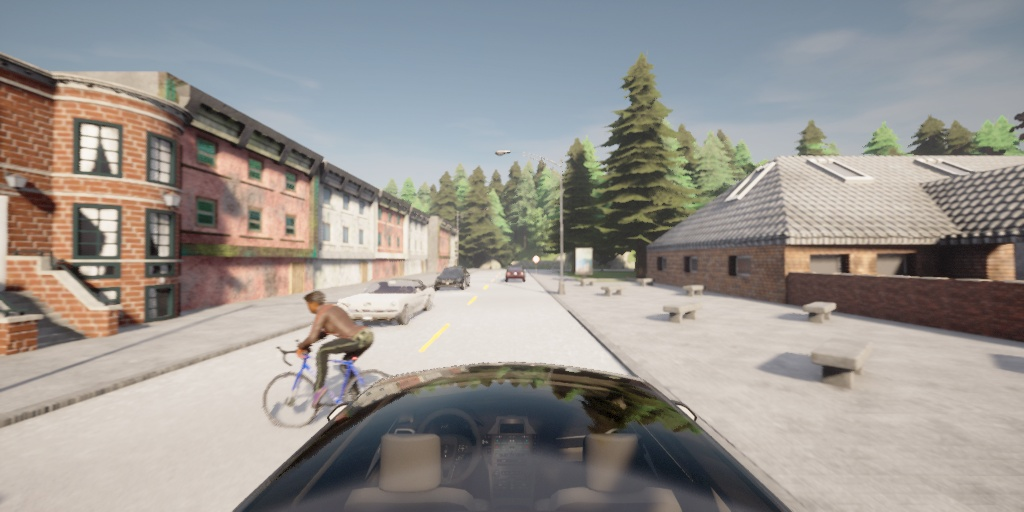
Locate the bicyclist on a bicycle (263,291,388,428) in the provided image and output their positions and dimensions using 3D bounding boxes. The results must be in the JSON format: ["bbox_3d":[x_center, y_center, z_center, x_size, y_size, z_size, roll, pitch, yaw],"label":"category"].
[{"bbox_3d":[-2.131,1.228,4.209,1.656,1.620,0.582,-2,-1,1],"label":"bicyclist on a bicycle"}]

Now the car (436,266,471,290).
[{"bbox_3d":[-3.939,1.480,24.473,1.837,1.490,4.892,0,-1,1],"label":"car"}]

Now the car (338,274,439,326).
[{"bbox_3d":[-4.047,1.454,12.251,1.895,1.301,4.718,0,-1,0],"label":"car"}]

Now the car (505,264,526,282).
[{"bbox_3d":[0.296,1.608,33.279,2.033,1.411,5.357,0,-1,0],"label":"car"}]
